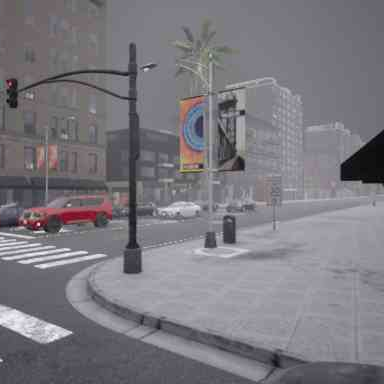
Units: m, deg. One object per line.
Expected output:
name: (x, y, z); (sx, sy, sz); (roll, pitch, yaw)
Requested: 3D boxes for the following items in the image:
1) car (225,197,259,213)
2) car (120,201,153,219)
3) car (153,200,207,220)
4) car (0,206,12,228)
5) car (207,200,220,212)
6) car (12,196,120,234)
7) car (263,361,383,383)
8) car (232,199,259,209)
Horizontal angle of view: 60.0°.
car: (5.718, 1.429, 38.692); (2.097, 1.767, 4.553); (0, 0, 35)
car: (-4.890, 1.556, 29.305); (1.837, 1.490, 4.892); (0, -1, 35)
car: (-0.960, 1.580, 29.236); (1.812, 1.442, 4.674); (0, 0, 35)
car: (-11.176, 1.579, 20.385); (2.033, 1.411, 5.357); (0, 0, 35)
car: (1.180, 1.618, 37.911); (2.033, 1.411, 5.357); (0, 0, 35)
car: (-7.361, 1.255, 20.131); (2.150, 2.045, 5.566); (0, 0, 36)
car: (2.186, 1.550, 1.289); (4.403, 1.369, 2.008); (0, 0, 35)
car: (7.638, 1.697, 47.006); (1.895, 1.301, 4.718); (0, 0, 36)
